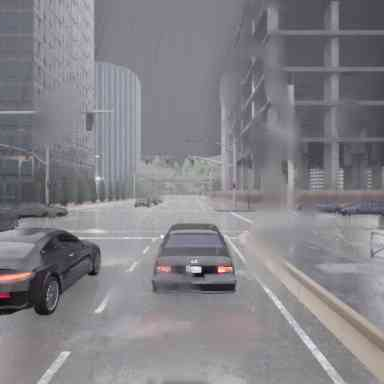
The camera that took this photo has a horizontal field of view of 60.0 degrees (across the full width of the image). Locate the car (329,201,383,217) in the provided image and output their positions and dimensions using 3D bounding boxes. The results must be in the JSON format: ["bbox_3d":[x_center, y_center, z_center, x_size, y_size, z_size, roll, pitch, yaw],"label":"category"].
[{"bbox_3d":[15.837,1.492,30.250,5.357,1.411,2.033,0,0,0],"label":"car"}]

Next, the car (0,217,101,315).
[{"bbox_3d":[-3.456,1.526,7.419,1.812,1.442,4.674,0,0,0],"label":"car"}]

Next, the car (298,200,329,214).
[{"bbox_3d":[12.969,1.508,33.733,4.181,1.385,1.994,0,0,0],"label":"car"}]

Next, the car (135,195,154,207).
[{"bbox_3d":[-7.206,1.564,49.195,1.994,1.385,4.181,0,0,0],"label":"car"}]

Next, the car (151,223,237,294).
[{"bbox_3d":[0.051,1.547,8.937,2.033,1.411,5.357,0,0,0],"label":"car"}]

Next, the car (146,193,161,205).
[{"bbox_3d":[-7.207,1.221,58.513,2.150,2.045,5.566,0,0,0],"label":"car"}]

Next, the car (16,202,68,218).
[{"bbox_3d":[-13.008,1.517,27.055,5.357,1.411,2.033,0,0,-15],"label":"car"}]

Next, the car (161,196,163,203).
[{"bbox_3d":[-7.161,1.352,68.336,2.097,1.767,4.553,0,0,0],"label":"car"}]

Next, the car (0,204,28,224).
[{"bbox_3d":[-10.127,1.544,16.289,2.033,1.411,5.357,0,0,-10],"label":"car"}]
